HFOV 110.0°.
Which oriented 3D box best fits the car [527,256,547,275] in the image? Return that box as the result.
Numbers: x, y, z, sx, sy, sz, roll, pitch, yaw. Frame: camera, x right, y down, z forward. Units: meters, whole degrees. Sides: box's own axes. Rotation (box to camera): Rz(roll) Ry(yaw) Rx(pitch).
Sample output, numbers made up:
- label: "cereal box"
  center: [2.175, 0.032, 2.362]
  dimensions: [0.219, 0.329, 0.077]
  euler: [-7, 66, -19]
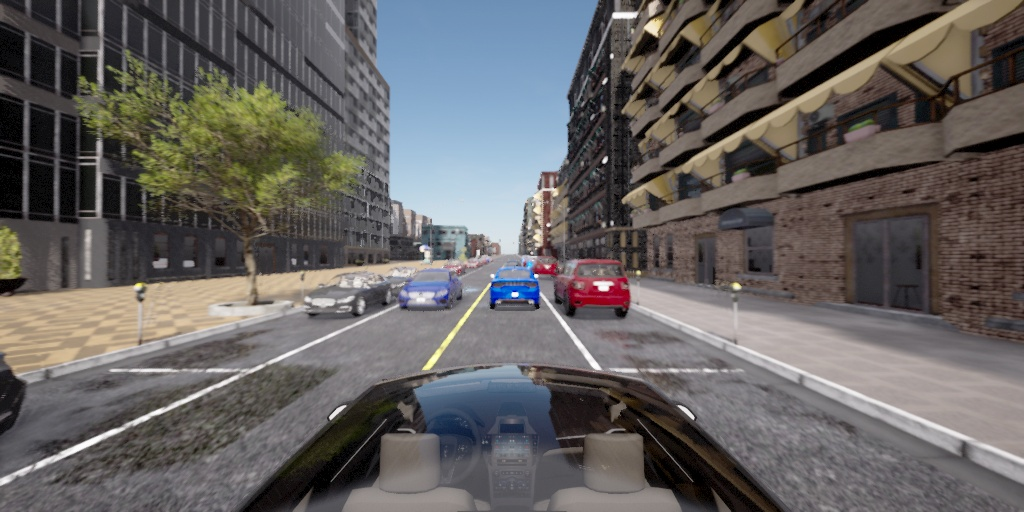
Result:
- label: "car"
  center: [2.699, 0.964, 29.929]
  dimensions: [2.192, 1.841, 5.009]
  euler: [0, 0, 0]

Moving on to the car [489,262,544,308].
- label: "car"
  center: [0.103, 1.183, 14.991]
  dimensions: [1.882, 1.535, 5.008]
  euler: [0, 0, 0]

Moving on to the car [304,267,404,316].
- label: "car"
  center: [-5.686, 1.263, 12.963]
  dimensions: [2.007, 1.370, 4.403]
  euler: [0, 0, 0]

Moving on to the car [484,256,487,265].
- label: "car"
  center: [-5.641, 0.969, 58.131]
  dimensions: [1.967, 1.591, 4.097]
  euler: [0, 0, 0]

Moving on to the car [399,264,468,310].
- label: "car"
  center: [-3.085, 1.233, 14.486]
  dimensions: [1.812, 1.442, 4.674]
  euler: [0, 0, 0]

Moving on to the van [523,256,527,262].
- label: "van"
  center: [2.704, 0.921, 46.868]
  dimensions: [1.690, 1.789, 3.998]
  euler: [0, 0, 0]

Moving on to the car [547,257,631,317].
- label: "car"
  center: [2.695, 1.027, 12.990]
  dimensions: [2.192, 1.841, 5.009]
  euler: [0, 0, 0]

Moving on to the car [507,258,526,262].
- label: "car"
  center: [0.109, 1.156, 34.579]
  dimensions: [1.812, 1.442, 4.674]
  euler: [0, 0, 0]

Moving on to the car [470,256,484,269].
- label: "car"
  center: [-5.649, 0.995, 52.485]
  dimensions: [1.967, 1.591, 4.097]
  euler: [0, 0, 0]

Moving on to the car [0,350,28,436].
- label: "car"
  center: [-5.689, 1.300, 1.671]
  dimensions: [2.007, 1.370, 4.403]
  euler: [0, 0, 0]

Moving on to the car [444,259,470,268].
- label: "car"
  center: [-5.683, 1.066, 35.547]
  dimensions: [1.967, 1.591, 4.097]
  euler: [0, 0, 0]
